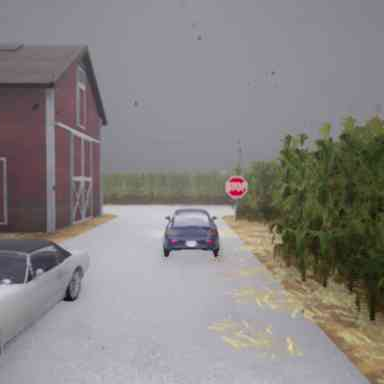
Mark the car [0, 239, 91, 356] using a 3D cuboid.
[{"bbox_3d":[-3.201,1.524,5.248,1.895,1.301,4.718,0,1,0],"label":"car"}]

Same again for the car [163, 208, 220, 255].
[{"bbox_3d":[-0.026,1.323,12.183,1.812,1.442,4.674,0,1,0],"label":"car"}]
